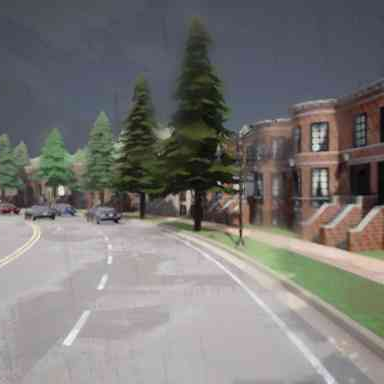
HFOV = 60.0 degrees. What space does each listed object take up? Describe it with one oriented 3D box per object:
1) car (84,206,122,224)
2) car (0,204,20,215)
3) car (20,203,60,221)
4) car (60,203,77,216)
[{"bbox_3d":[-7.412,1.821,27.422,2.033,1.411,5.357,0,-1,-31],"label":"car"},{"bbox_3d":[-21.785,1.988,38.448,4.718,1.301,1.895,0,-1,38],"label":"car"},{"bbox_3d":[-14.172,1.874,30.889,1.994,1.385,4.181,0,-1,-39],"label":"car"},{"bbox_3d":[-14.545,1.914,36.613,2.033,1.411,5.357,1,-1,-44],"label":"car"}]
